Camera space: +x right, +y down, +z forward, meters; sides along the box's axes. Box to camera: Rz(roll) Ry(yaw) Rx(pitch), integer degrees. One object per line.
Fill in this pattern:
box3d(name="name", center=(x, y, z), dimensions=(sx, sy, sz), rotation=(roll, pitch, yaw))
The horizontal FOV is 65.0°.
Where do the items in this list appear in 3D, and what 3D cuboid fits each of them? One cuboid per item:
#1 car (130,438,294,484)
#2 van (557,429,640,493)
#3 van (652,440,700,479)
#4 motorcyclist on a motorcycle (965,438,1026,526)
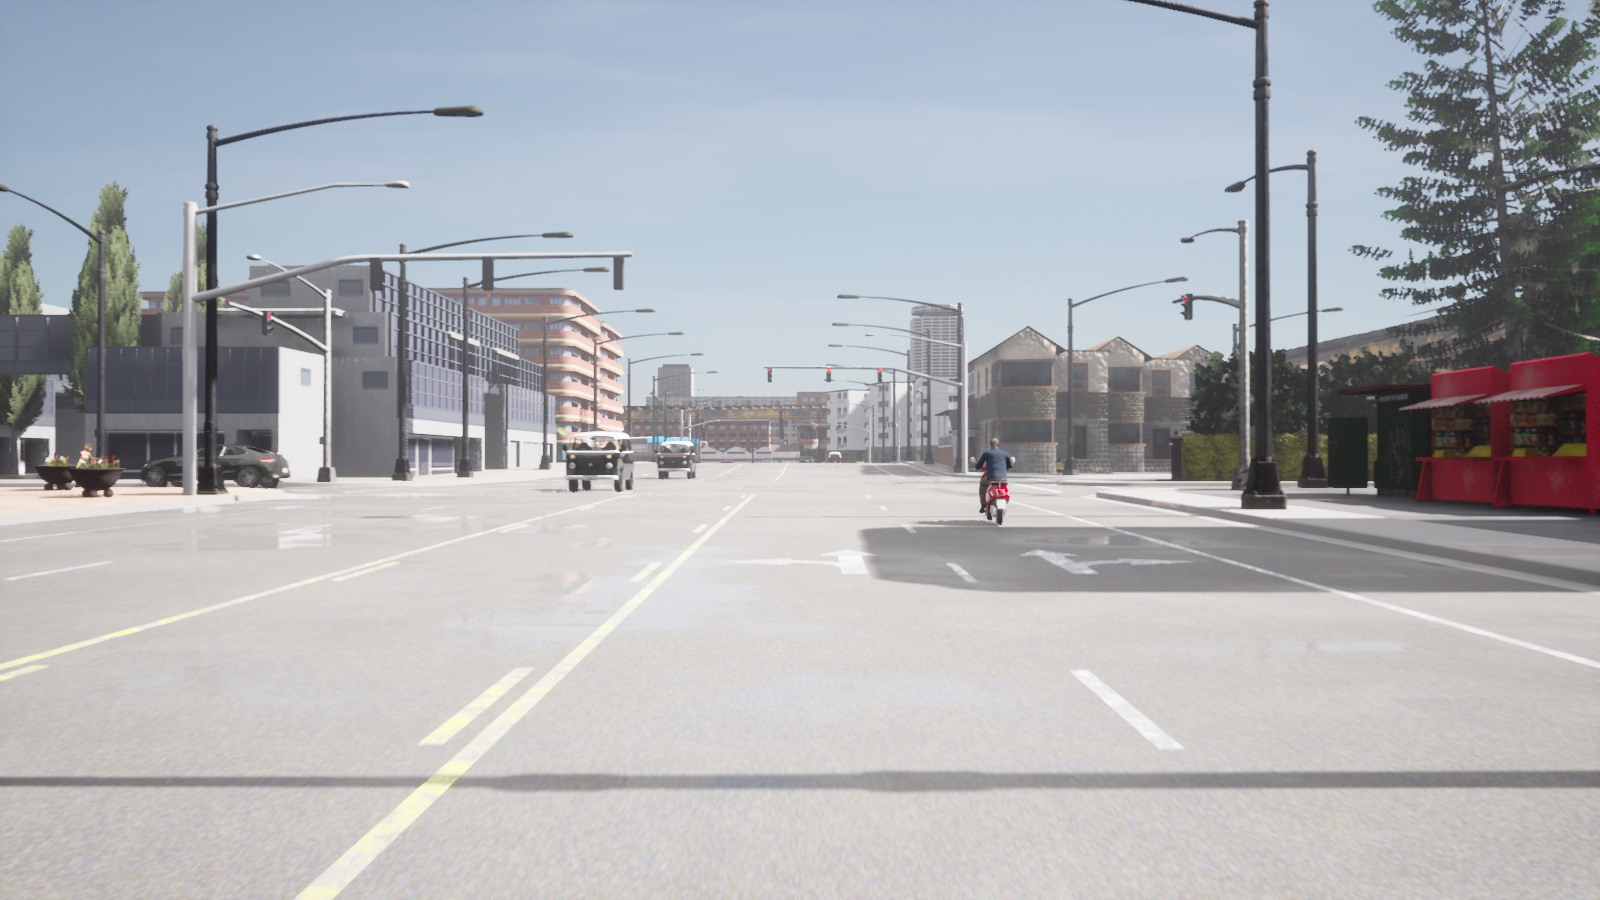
box3d(name="car", center=(-21.597, 0.418, 46.291), dimensions=(5.027, 1.651, 2.152), rotation=(0, -1, -1))
box3d(name="van", center=(-6.739, 0.369, 42.470), dimensions=(2.069, 2.038, 4.480), rotation=(0, 0, 0))
box3d(name="van", center=(-6.595, 0.516, 67.293), dimensions=(2.069, 2.038, 4.480), rotation=(0, 0, 0))
box3d(name="motorcyclist on a motorcycle", center=(3.652, 0.580, 23.596), dimensions=(0.866, 1.590, 1.817), rotation=(0, 0, 0))
